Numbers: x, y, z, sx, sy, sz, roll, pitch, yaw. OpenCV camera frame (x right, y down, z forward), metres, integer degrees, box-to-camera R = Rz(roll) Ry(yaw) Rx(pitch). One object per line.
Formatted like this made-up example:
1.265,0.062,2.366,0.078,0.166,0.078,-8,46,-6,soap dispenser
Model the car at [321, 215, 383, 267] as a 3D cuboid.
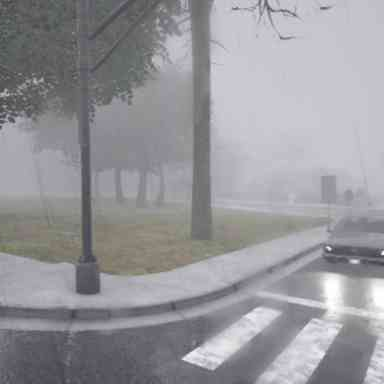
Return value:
5.889,1.511,11.384,2.033,1.411,5.357,0,0,32,car
